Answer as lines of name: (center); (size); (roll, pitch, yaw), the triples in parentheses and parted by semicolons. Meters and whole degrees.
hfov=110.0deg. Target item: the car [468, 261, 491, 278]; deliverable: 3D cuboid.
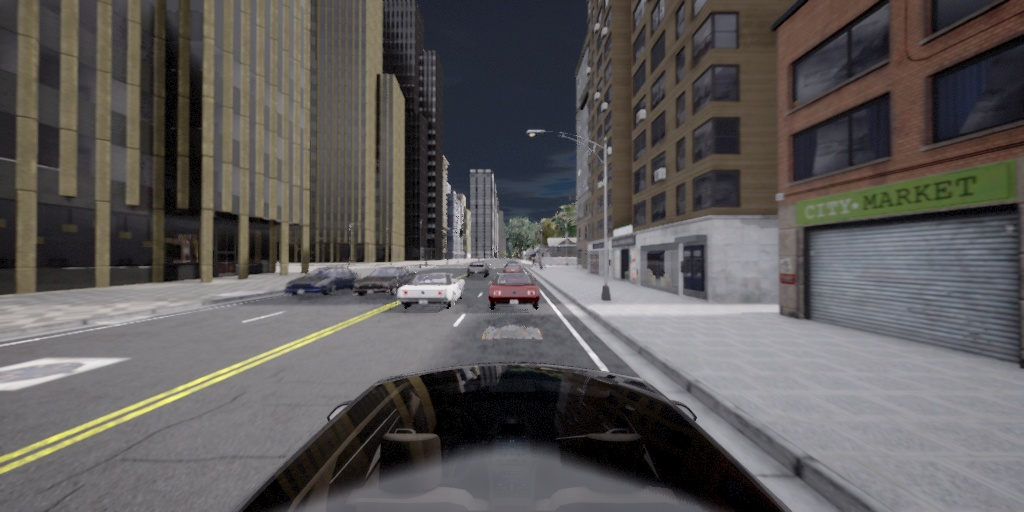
car: (-3.151, 1.220, 34.241); (2.128, 1.511, 4.902); (0, 0, 0)

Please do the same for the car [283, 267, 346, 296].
car: (-9.850, 1.290, 19.373); (2.033, 1.411, 5.357); (0, 0, 0)

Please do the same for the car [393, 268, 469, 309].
car: (-3.149, 1.346, 14.997); (1.895, 1.301, 4.718); (0, 0, 0)

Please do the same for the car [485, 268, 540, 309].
car: (0.087, 1.346, 14.978); (1.895, 1.301, 4.718); (0, 0, 0)

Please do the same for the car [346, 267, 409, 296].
car: (-6.600, 1.290, 19.355); (2.033, 1.411, 5.357); (0, 0, 0)

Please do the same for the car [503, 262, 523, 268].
car: (0.100, 1.291, 35.818); (1.994, 1.385, 4.181); (0, 0, 0)
